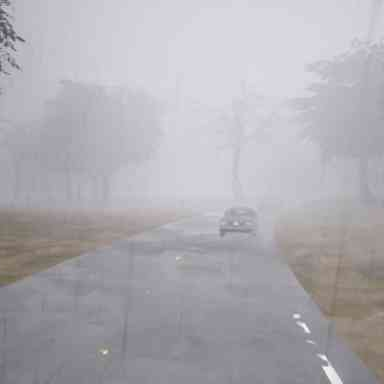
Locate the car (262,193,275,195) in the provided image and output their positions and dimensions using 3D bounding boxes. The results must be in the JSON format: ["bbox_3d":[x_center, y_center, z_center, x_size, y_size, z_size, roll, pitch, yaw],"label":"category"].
[{"bbox_3d":[10.861,0.869,47.416,1.882,1.535,5.008,0,1,27],"label":"car"}]

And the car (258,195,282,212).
[{"bbox_3d":[8.237,1.301,34.806,1.895,1.301,4.718,0,1,23],"label":"car"}]

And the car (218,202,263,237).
[{"bbox_3d":[2.600,1.497,17.900,2.033,1.411,5.357,0,0,13],"label":"car"}]
